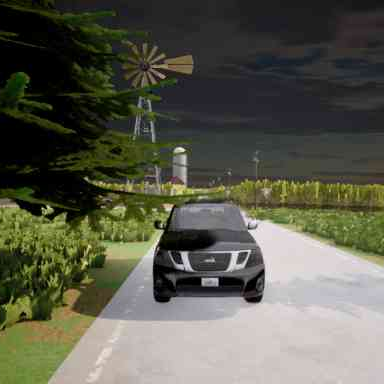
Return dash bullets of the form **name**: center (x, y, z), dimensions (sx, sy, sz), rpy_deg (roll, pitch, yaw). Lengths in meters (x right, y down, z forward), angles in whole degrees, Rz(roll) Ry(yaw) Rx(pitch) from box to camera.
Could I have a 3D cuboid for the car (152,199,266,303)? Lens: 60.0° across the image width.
- **car**: center (0.331, 1.221, 8.579), dimensions (2.150, 2.045, 5.566), rpy_deg (0, 0, 0)
